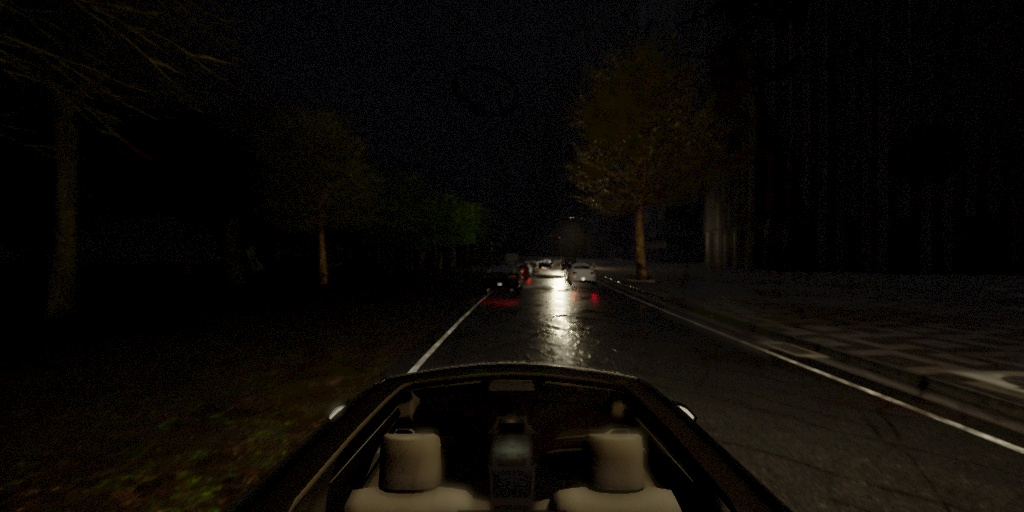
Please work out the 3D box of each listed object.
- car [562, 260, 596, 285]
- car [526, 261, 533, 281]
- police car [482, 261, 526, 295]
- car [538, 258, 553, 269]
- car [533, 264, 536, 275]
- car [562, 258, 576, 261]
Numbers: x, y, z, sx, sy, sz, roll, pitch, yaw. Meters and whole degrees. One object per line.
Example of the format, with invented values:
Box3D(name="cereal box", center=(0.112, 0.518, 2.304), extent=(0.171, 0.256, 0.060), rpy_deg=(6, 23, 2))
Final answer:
Box3D(name="car", center=(4.738, 1.222, 25.070), extent=(1.812, 1.442, 4.674), rpy_deg=(0, 0, 5))
Box3D(name="car", center=(0.454, 1.153, 29.403), extent=(1.882, 1.535, 5.008), rpy_deg=(0, 0, 6))
Box3D(name="police car", center=(-0.410, 1.126, 19.578), extent=(1.930, 1.638, 5.238), rpy_deg=(0, 0, 4))
Box3D(name="car", center=(5.060, 1.212, 54.489), extent=(1.895, 1.301, 4.718), rpy_deg=(0, 0, 7))
Box3D(name="car", center=(1.152, 1.186, 35.348), extent=(1.812, 1.442, 4.674), rpy_deg=(0, 0, 7))
Box3D(name="car", center=(7.962, 0.987, 49.040), extent=(2.097, 1.767, 4.553), rpy_deg=(0, 0, 9))
